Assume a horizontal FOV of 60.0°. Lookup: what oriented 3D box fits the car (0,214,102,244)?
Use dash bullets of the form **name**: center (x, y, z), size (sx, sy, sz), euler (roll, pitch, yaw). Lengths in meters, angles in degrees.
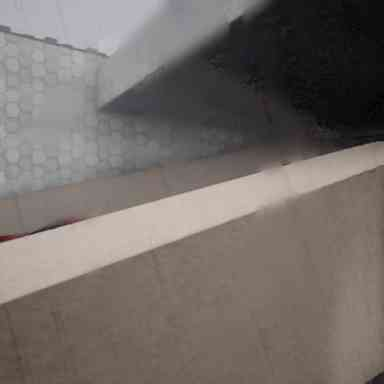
- **car**: center (-3.578, 1.463, 10.026), size (5.008, 1.535, 1.882), euler (0, 0, -35)
